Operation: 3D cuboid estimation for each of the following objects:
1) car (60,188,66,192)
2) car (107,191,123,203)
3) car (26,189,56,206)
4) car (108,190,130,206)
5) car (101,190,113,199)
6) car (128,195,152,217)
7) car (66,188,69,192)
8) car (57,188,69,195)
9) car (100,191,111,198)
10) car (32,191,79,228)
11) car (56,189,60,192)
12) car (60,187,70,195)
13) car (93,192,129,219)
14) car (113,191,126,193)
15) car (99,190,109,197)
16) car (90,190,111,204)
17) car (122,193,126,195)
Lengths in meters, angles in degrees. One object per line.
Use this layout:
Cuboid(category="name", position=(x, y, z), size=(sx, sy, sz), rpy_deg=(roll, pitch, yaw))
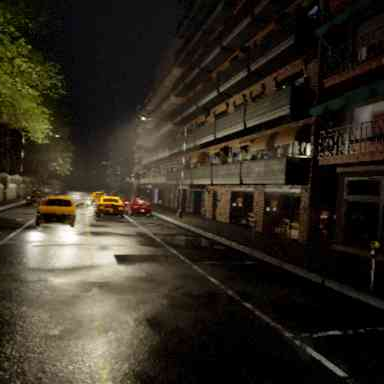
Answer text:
Cuboid(category="car", position=(-19.541, 0.302, 47.291), size=(2.008, 1.369, 4.403), rpy_deg=(4, 0, -18))
Cuboid(category="car", position=(-11.589, 0.761, 49.899), size=(1.967, 1.590, 4.097), rpy_deg=(4, 0, -18))
Cuboid(category="car", position=(-14.289, 0.511, 31.239), size=(1.967, 1.590, 4.097), rpy_deg=(4, 0, -18))
Cuboid(category="car", position=(-9.833, 0.742, 44.547), size=(2.192, 1.841, 5.009), rpy_deg=(4, 0, -18))
Cuboid(category="car", position=(-16.835, 0.446, 65.951), size=(1.967, 1.590, 4.097), rpy_deg=(4, 0, -18))
Cuboid(category="car", position=(-4.603, 1.292, 28.495), size=(1.887, 1.381, 4.507), rpy_deg=(4, 0, -18))
Cuboid(category="car", position=(-24.732, -0.035, 63.181), size=(1.752, 1.417, 4.829), rpy_deg=(4, 0, -18))
Cuboid(category="car", position=(-26.535, -0.116, 68.694), size=(2.008, 1.369, 4.403), rpy_deg=(4, 0, -18))
Cuboid(category="car", position=(-18.592, 0.468, 71.302), size=(1.947, 1.339, 4.313), rpy_deg=(4, 0, -18))
Cuboid(category="car", position=(-7.376, 1.000, 18.424), size=(1.882, 1.535, 5.008), rpy_deg=(4, 0, -18))
Cuboid(category="car", position=(-16.036, 0.405, 36.588), size=(1.967, 1.590, 4.097), rpy_deg=(4, 0, -18))
Cuboid(category="car", position=(-28.230, -0.241, 73.884), size=(1.752, 1.417, 4.829), rpy_deg=(4, 0, -18))
Cuboid(category="car", position=(-6.320, 1.094, 25.378), size=(1.882, 1.535, 5.008), rpy_deg=(4, 0, -18))
Cuboid(category="car", position=(-8.092, 0.974, 39.196), size=(1.967, 1.590, 4.097), rpy_deg=(4, 0, -18))
Cuboid(category="car", position=(-20.392, 0.323, 76.815), size=(1.752, 1.417, 4.829), rpy_deg=(4, 0, -18))
Cuboid(category="car", position=(-11.822, 0.758, 42.220), size=(1.882, 1.535, 5.008), rpy_deg=(4, 0, -18))
Cuboid(category="car", position=(-6.352, 1.185, 33.846), size=(1.887, 1.381, 4.507), rpy_deg=(4, 0, -18))
